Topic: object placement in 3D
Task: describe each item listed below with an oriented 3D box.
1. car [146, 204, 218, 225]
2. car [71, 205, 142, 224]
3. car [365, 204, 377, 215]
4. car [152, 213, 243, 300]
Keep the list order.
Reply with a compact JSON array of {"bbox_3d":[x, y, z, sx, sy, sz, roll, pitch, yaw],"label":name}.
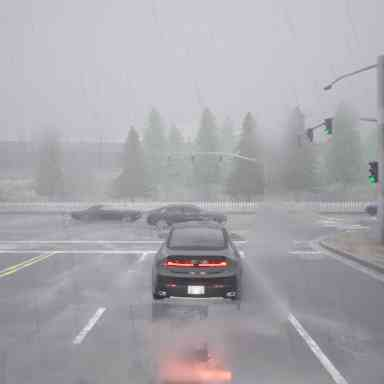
[{"bbox_3d":[-0.315,1.487,20.196,4.892,1.490,1.837,0,0,0],"label":"car"},{"bbox_3d":[-5.971,1.571,23.732,4.718,1.301,1.895,0,0,0],"label":"car"},{"bbox_3d":[18.733,1.422,30.750,5.008,1.535,1.882,0,0,1],"label":"car"},{"bbox_3d":[0.171,1.505,8.374,1.837,1.490,4.892,0,0,2],"label":"car"}]
